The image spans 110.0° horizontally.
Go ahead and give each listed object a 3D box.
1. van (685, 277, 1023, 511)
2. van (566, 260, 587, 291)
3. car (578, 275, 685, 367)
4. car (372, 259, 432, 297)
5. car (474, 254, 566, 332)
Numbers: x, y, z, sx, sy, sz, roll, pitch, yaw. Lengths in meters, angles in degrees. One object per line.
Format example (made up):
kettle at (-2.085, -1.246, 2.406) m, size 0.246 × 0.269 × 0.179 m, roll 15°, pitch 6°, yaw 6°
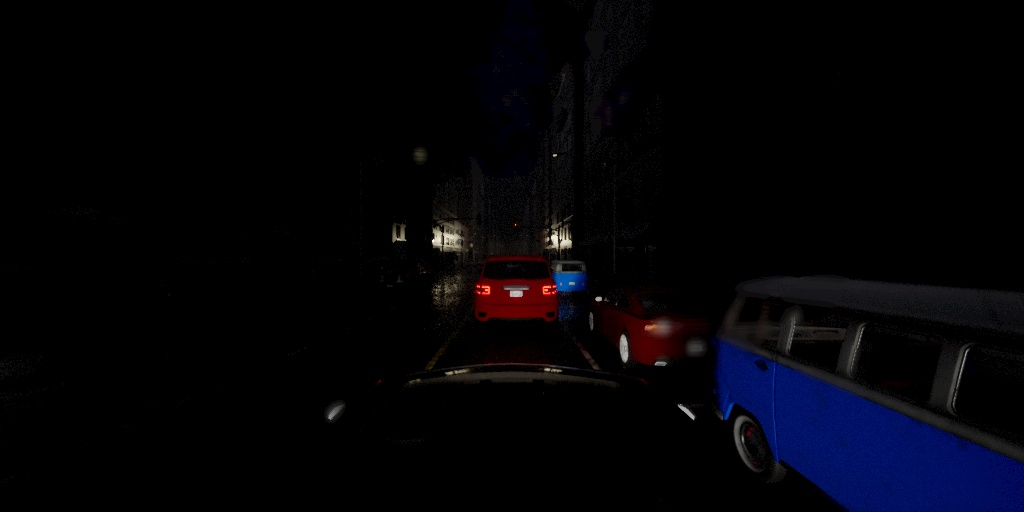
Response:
van at (2.856, 1.091, 2.107) m, size 1.690 × 1.789 × 3.998 m, roll 0°, pitch 0°, yaw 0°
van at (2.890, 1.086, 19.089) m, size 1.690 × 1.789 × 3.998 m, roll 0°, pitch 0°, yaw 0°
car at (2.867, 1.294, 7.768) m, size 1.888 × 1.381 × 4.507 m, roll 0°, pitch 0°, yaw 0°
car at (-5.635, 1.060, 19.066) m, size 2.192 × 1.841 × 5.009 m, roll 0°, pitch 0°, yaw 0°
car at (0.119, 0.970, 10.991) m, size 2.150 × 2.045 × 5.566 m, roll 0°, pitch 0°, yaw 0°
